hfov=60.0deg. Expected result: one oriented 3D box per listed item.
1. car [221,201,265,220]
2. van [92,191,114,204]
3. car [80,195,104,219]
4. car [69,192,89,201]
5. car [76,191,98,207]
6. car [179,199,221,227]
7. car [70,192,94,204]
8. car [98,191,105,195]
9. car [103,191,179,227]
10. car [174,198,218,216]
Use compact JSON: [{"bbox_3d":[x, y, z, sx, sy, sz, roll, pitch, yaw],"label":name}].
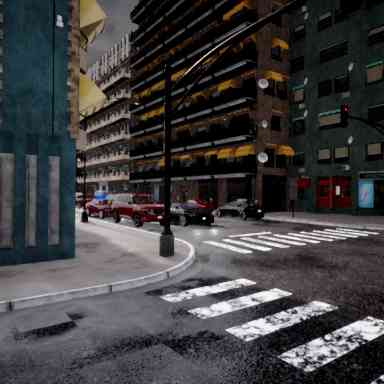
[{"bbox_3d":[3.562,1.353,25.194,1.947,1.339,4.313,2,0,-36],"label":"car"},{"bbox_3d":[-12.780,0.726,47.745,1.690,1.788,3.998,2,0,-36],"label":"van"},{"bbox_3d":[-6.515,1.183,24.817,1.887,1.381,4.507,2,0,-36],"label":"car"},{"bbox_3d":[-19.323,0.769,56.764,1.887,1.381,4.507,2,0,-36],"label":"car"},{"bbox_3d":[-12.085,0.948,36.916,1.882,1.535,5.008,1,1,-36],"label":"car"},{"bbox_3d":[-0.460,1.321,20.855,1.994,1.385,4.181,1,0,-36],"label":"car"},{"bbox_3d":[-15.663,0.823,47.200,1.882,1.535,5.008,1,0,-36],"label":"car"},{"bbox_3d":[-6.048,0.971,28.573,2.097,1.767,4.553,1,0,-36],"label":"car"},{"bbox_3d":[-3.238,1.034,20.307,2.192,1.841,5.009,2,0,-36],"label":"car"},{"bbox_3d":[0.292,1.288,29.704,1.802,1.307,4.206,2,0,-36],"label":"car"}]
